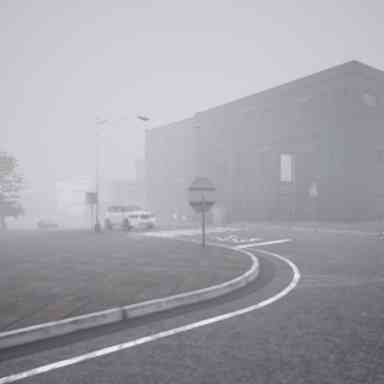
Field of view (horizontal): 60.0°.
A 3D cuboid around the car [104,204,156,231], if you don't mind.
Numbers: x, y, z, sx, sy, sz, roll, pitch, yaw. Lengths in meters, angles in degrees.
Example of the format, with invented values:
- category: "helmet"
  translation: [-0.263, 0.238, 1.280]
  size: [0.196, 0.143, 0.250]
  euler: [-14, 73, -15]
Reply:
- category: "car"
  translation: [-4.924, 1.911, 25.795]
  size: [2.150, 2.045, 5.566]
  euler: [0, -4, -37]

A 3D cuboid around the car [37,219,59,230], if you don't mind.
- category: "car"
  translation: [-20.173, 4.489, 46.406]
  size: [2.033, 1.411, 5.357]
  euler: [0, -5, -36]
